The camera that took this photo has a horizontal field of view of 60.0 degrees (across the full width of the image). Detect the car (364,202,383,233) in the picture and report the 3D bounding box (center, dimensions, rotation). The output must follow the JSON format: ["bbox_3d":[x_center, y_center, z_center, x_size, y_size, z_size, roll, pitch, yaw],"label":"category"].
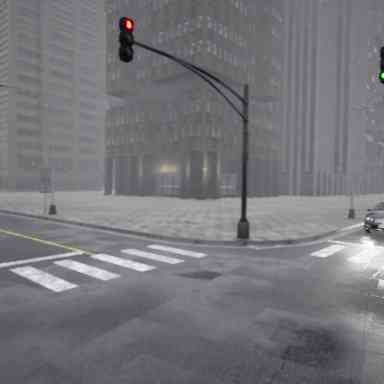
[{"bbox_3d":[10.150,1.243,16.705,2.128,1.511,4.902,2,2,41],"label":"car"}]
